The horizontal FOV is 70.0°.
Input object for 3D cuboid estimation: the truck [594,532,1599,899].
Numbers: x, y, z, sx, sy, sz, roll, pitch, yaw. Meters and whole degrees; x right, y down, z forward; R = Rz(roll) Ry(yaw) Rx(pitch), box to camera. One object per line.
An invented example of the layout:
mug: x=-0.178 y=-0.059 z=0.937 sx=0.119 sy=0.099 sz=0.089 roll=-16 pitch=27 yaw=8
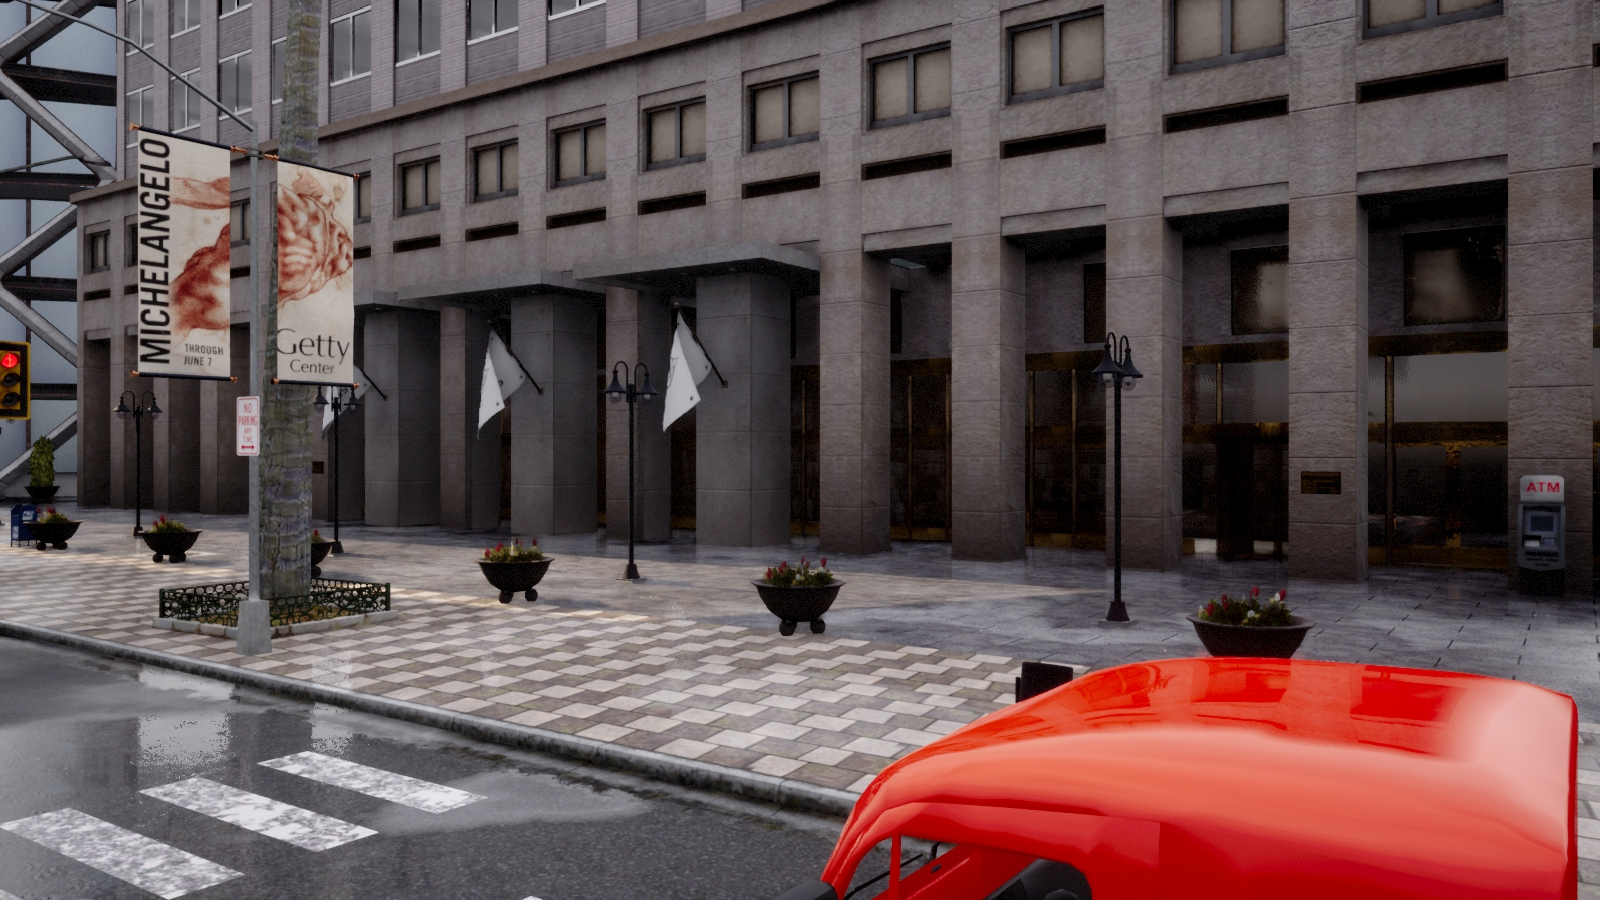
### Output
truck: x=2.439 y=1.568 z=2.094 sx=5.204 sy=2.467 sz=2.627 roll=0 pitch=0 yaw=35
